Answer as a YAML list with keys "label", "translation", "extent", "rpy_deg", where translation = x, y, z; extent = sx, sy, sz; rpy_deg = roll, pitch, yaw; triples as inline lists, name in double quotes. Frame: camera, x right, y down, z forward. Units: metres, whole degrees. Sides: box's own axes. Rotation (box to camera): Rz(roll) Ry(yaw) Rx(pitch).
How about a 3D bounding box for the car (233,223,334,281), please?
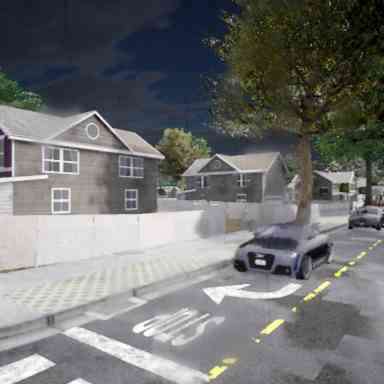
- label: "car"
  translation: [2.978, 1.689, 10.382]
  extent: [1.994, 1.385, 4.181]
  rpy_deg: [-1, -1, 36]

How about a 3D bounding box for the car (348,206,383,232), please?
- label: "car"
  translation: [11.941, 1.765, 22.576]
  extent: [1.837, 1.490, 4.892]
  rpy_deg: [-1, -1, 36]
